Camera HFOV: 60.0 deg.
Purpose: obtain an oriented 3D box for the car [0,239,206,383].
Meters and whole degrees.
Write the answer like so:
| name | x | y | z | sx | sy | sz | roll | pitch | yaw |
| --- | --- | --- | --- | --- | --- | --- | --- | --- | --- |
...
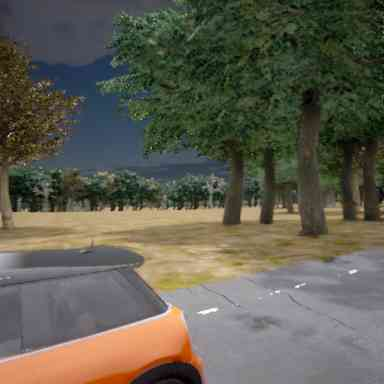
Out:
| name | x | y | z | sx | sy | sz | roll | pitch | yaw |
| --- | --- | --- | --- | --- | --- | --- | --- | --- | --- |
| car | -2.154 | 1.352 | 2.504 | 4.553 | 1.767 | 2.097 | 0 | 0 | -36 |
